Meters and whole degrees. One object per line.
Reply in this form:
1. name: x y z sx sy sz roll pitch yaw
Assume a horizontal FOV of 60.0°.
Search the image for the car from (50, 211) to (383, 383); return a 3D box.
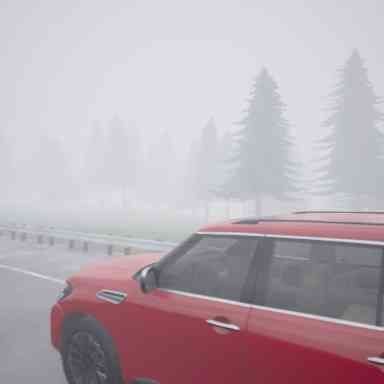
1. car: 0.922 1.222 3.334 5.566 2.045 2.150 0 0 36
